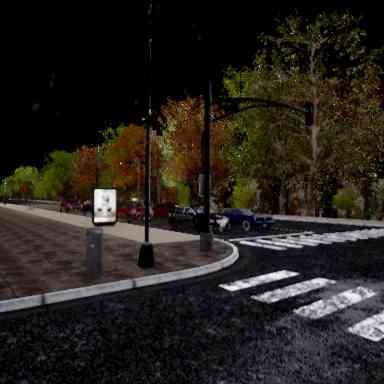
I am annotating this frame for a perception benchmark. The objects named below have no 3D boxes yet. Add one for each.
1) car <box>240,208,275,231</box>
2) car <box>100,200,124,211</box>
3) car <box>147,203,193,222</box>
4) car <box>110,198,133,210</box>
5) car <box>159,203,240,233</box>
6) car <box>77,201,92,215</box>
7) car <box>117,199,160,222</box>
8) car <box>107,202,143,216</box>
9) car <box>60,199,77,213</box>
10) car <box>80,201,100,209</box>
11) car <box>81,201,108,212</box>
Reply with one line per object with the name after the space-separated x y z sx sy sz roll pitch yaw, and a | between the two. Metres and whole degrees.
3.121 1.712 21.771 1.895 1.301 4.718 1 -1 -35 | car
-11.975 1.997 49.530 1.812 1.442 4.674 1 -1 -34 | car
-2.033 1.729 29.226 1.812 1.442 4.674 1 -1 -35 | car
-11.590 1.904 54.714 2.097 1.767 4.553 1 -1 -34 | car
0.298 1.566 20.120 2.128 1.511 4.902 1 -1 -34 | car
-10.124 1.753 35.222 2.128 1.511 4.902 1 -1 -35 | car
-4.920 1.520 27.692 2.097 1.767 4.553 1 -1 -35 | car
-7.559 1.850 37.220 2.033 1.411 5.357 1 -1 -35 | car
-15.726 1.714 43.378 2.097 1.767 4.553 1 -1 -34 | car
-17.847 2.176 57.970 1.895 1.301 4.718 1 -1 -35 | car
-13.557 1.958 45.959 2.033 1.411 5.357 1 -1 -34 | car
